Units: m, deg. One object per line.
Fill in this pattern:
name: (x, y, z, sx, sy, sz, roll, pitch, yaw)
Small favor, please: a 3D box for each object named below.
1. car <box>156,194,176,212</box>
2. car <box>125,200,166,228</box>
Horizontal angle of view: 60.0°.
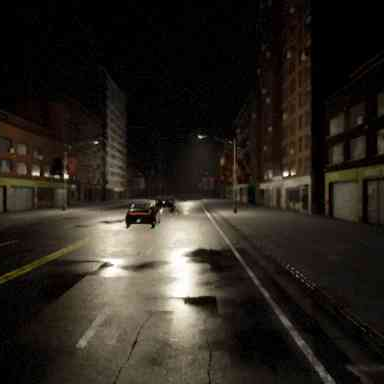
car: (-3.154, 1.236, 39.798, 2.150, 2.045, 5.566, 0, 0, 0)
car: (-3.153, 1.498, 22.003, 2.128, 1.511, 4.902, 0, 0, 0)
